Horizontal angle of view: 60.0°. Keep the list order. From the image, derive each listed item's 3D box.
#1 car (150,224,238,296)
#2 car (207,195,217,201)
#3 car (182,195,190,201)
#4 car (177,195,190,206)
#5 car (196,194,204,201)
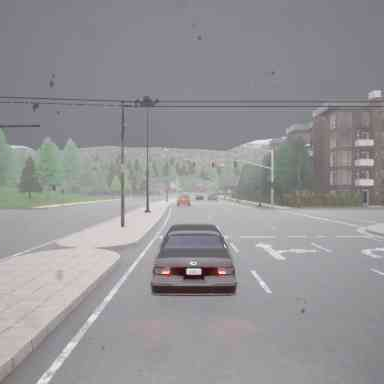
[{"bbox_3d":[0.042,1.547,8.787,2.033,1.411,5.357,0,0,0],"label":"car"},{"bbox_3d":[5.477,1.539,85.403,2.033,1.411,5.357,0,0,0],"label":"car"},{"bbox_3d":[-1.523,1.523,85.357,1.812,1.442,4.674,0,0,0],"label":"car"},{"bbox_3d":[-1.359,1.352,54.532,2.097,1.767,4.553,0,0,-1],"label":"car"},{"bbox_3d":[1.977,1.477,85.396,1.882,1.535,5.008,0,0,0],"label":"car"}]
